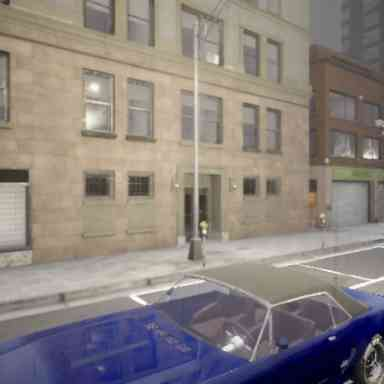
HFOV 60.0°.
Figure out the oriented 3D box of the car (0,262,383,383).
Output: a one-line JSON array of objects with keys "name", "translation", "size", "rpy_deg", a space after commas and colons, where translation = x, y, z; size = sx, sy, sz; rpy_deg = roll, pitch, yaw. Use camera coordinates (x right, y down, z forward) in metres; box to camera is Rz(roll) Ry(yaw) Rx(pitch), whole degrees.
[{"name": "car", "translation": [0.423, 1.600, 3.667], "size": [4.718, 1.301, 1.895], "rpy_deg": [0, 0, -35]}]
